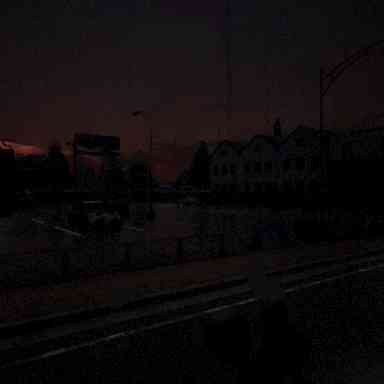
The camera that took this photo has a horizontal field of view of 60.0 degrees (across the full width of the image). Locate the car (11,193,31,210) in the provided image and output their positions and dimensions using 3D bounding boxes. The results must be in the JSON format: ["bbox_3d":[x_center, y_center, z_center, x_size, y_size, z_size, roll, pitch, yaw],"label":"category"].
[{"bbox_3d":[-19.776,1.092,38.195,1.905,1.878,3.866,0,0,-36],"label":"car"}]

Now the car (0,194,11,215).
[{"bbox_3d":[-17.864,1.113,29.885,1.932,1.855,4.605,0,0,-36],"label":"car"}]

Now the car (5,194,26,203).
[{"bbox_3d":[-38.912,1.328,73.278,3.866,1.878,1.905,0,0,-36],"label":"car"}]

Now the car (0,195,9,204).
[{"bbox_3d":[-39.139,1.495,66.149,4.611,1.667,2.242,0,0,-36],"label":"car"}]

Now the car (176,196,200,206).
[{"bbox_3d":[-0.586,1.349,50.252,1.812,1.442,4.674,0,0,-35],"label":"car"}]

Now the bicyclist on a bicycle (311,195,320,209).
[{"bbox_3d":[13.719,1.124,36.870,1.656,1.620,0.582,0,0,-35],"label":"bicyclist on a bicycle"}]

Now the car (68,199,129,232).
[{"bbox_3d":[-5.261,1.248,17.929,1.970,1.475,3.806,0,0,-36],"label":"car"}]
